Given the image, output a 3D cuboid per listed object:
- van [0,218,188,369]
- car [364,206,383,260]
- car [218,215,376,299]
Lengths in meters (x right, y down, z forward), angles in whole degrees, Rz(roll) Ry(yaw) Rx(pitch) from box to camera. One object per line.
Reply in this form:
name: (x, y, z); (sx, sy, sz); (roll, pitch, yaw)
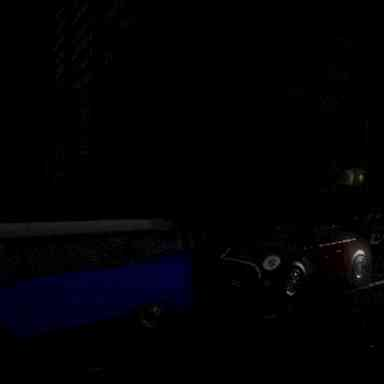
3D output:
van: (-1.981, 1.353, 5.240); (3.998, 1.788, 1.690); (1, -1, -35)
car: (7.198, 1.428, 11.786); (5.009, 1.841, 2.192); (1, -1, -35)
car: (2.607, 1.502, 8.512); (4.097, 1.590, 1.967); (1, -1, -35)
